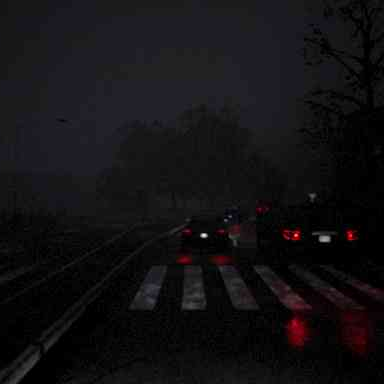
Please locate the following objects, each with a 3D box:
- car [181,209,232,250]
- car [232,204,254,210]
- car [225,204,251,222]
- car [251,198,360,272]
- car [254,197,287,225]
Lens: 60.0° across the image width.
[{"bbox_3d":[0.654,1.692,15.019,1.994,1.385,4.181,0,-1,5],"label":"car"},{"bbox_3d":[11.691,3.470,76.389,4.674,1.442,1.812,-1,-3,30],"label":"car"},{"bbox_3d":[3.828,1.843,29.224,1.812,1.442,4.674,-1,-1,19],"label":"car"},{"bbox_3d":[3.566,1.315,11.271,2.150,2.045,5.566,0,0,3],"label":"car"},{"bbox_3d":[6.578,1.484,27.422,2.150,2.045,5.566,-1,-1,18],"label":"car"}]
